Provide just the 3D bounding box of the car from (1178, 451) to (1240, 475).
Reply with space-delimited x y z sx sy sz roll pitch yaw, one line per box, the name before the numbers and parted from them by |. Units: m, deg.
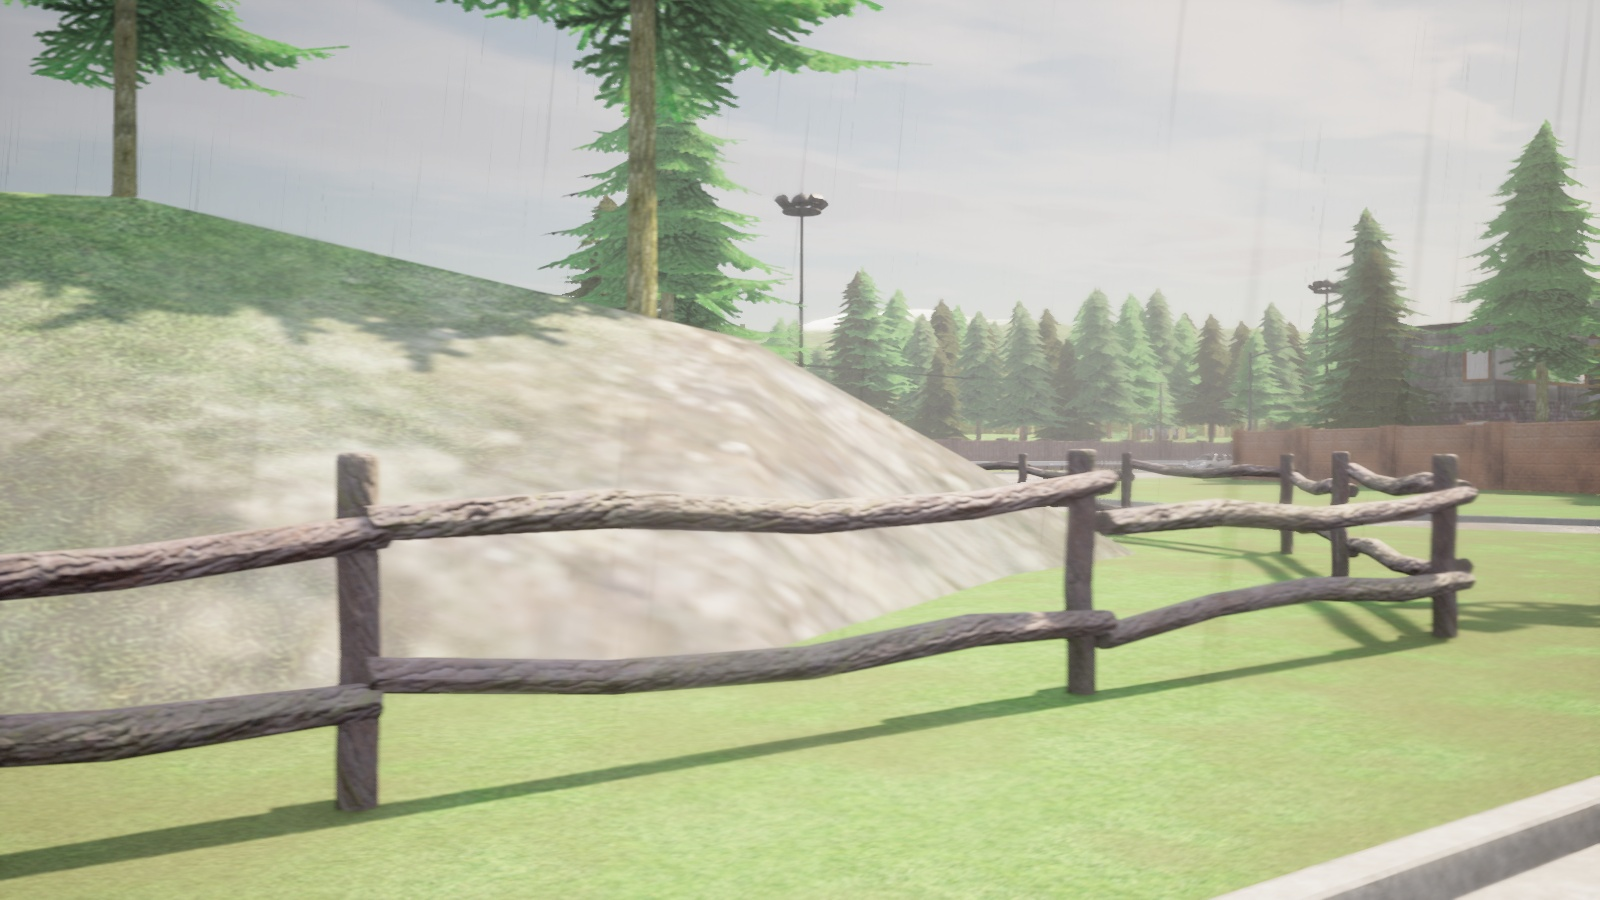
car | 26.598 0.836 81.630 3.806 1.475 1.970 0 0 -35
